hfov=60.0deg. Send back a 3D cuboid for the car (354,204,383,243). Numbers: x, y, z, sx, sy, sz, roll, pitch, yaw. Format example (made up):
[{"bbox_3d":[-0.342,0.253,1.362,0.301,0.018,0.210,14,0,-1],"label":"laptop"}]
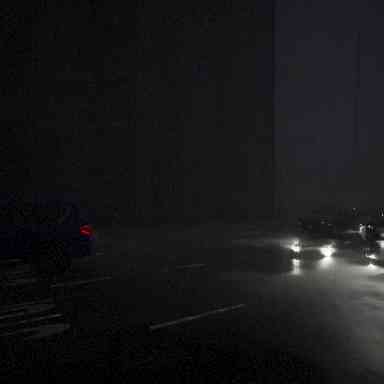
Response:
[{"bbox_3d":[9.661,1.491,15.239,4.902,1.511,2.128,0,0,-42],"label":"car"}]

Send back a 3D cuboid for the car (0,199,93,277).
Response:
[{"bbox_3d":[-5.487,1.224,8.750,5.566,2.045,2.150,0,0,-34],"label":"car"}]

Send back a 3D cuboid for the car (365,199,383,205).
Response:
[{"bbox_3d":[13.218,1.527,24.631,1.812,1.442,4.674,0,0,29],"label":"car"}]

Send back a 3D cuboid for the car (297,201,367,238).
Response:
[{"bbox_3d":[7.496,1.477,18.035,1.882,1.535,5.008,0,0,45],"label":"car"}]
